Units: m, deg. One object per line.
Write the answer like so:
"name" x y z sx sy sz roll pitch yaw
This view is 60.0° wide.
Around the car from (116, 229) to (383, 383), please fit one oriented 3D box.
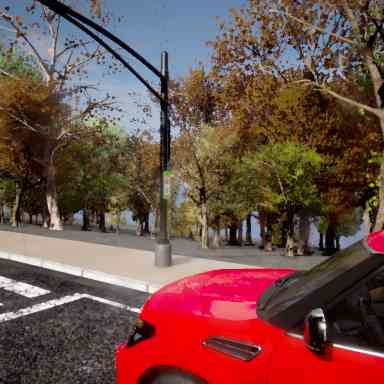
"car" 1.984 1.222 2.298 5.566 2.045 2.150 0 0 34
